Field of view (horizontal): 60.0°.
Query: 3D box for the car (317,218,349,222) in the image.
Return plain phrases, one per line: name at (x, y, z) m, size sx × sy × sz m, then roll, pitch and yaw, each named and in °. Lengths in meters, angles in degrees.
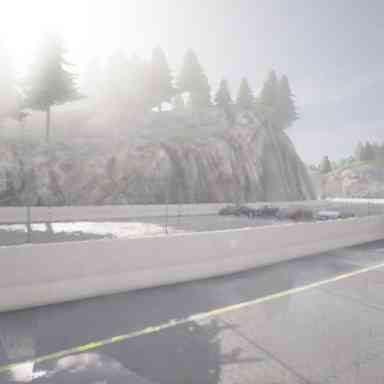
car at (12.272, 1.871, 28.266) m, size 4.674 × 1.442 × 1.812 m, roll 1°, pitch -1°, yaw -44°
